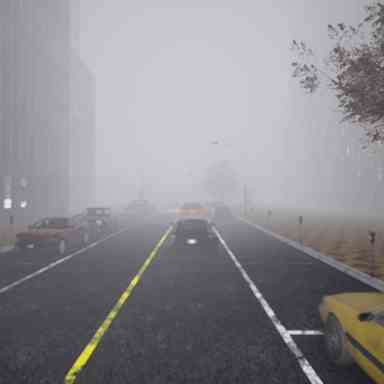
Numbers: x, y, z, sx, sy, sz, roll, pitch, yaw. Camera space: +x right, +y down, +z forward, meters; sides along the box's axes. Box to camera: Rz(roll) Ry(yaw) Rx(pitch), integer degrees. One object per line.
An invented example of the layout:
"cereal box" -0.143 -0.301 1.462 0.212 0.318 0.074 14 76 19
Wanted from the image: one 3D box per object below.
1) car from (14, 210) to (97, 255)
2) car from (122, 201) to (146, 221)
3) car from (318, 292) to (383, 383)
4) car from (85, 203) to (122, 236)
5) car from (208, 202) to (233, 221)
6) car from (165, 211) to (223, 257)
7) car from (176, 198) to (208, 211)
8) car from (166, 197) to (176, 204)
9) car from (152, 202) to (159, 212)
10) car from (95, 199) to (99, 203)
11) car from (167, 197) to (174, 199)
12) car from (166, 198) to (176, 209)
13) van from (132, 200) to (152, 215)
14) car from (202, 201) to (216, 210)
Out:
"car" -5.688 1.693 13.966 1.887 1.381 4.507 0 -1 0
"car" -5.689 1.845 30.413 1.752 1.417 4.829 0 -1 0
"car" 2.693 1.559 3.059 1.752 1.417 4.829 0 -1 0
"car" -5.688 1.646 19.506 1.967 1.590 4.097 0 -1 0
"car" 2.691 1.866 30.584 1.887 1.381 4.507 0 -1 0
"car" 0.016 1.708 13.568 1.994 1.385 4.181 0 0 1
"car" 0.016 1.650 28.426 2.097 1.767 4.553 0 -1 0
"car" -5.691 2.266 90.766 2.192 1.841 5.009 0 -1 0
"car" -5.690 2.061 47.199 1.947 1.339 4.313 0 -1 0
"car" -22.818 2.116 74.139 4.206 1.307 1.802 1 -2 -1
"car" -5.692 2.475 85.213 1.802 1.307 4.206 0 -1 0
"car" -3.020 2.197 56.802 1.895 1.301 4.718 0 -1 0
"van" -5.688 1.721 36.124 1.690 1.788 3.998 0 -1 0
"car" 2.690 2.119 52.739 1.947 1.339 4.313 0 -1 0
